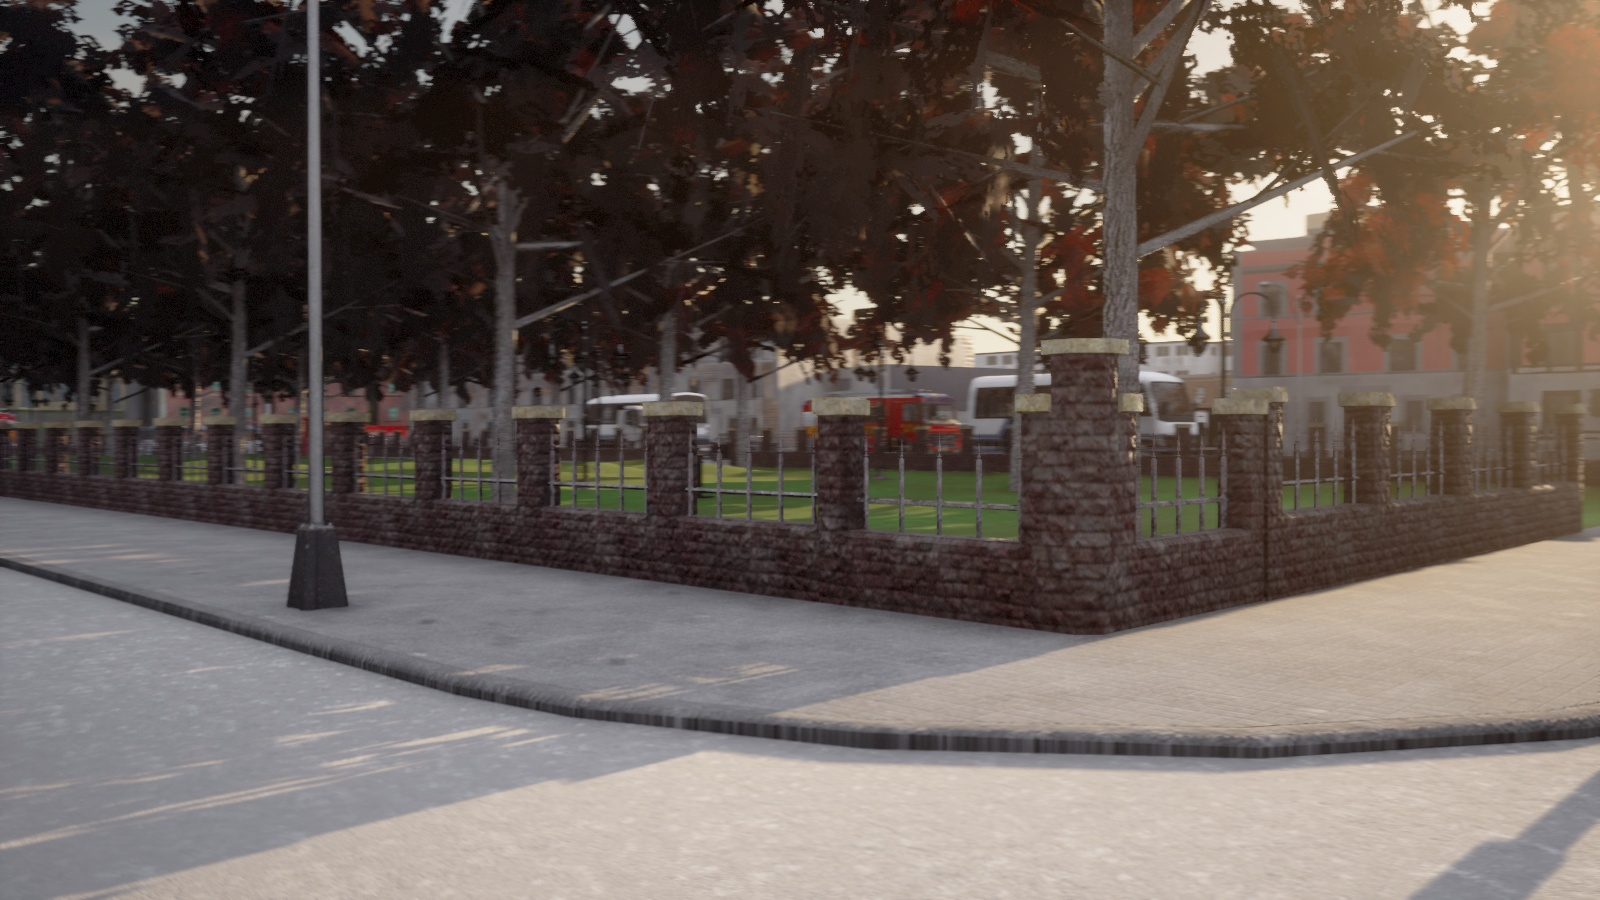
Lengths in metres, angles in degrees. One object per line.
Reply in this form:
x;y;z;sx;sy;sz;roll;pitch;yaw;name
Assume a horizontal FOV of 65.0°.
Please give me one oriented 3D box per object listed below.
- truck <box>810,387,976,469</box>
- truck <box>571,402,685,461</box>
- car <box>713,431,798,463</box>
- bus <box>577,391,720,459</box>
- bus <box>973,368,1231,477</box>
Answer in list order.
4.508;-1.075;62.736;2.891;3.827;8.468;0;1;-44;truck
-10.844;-1.157;78.436;2.891;3.462;7.936;0;1;-44;truck
-2.505;-0.187;69.918;2.242;1.667;4.611;0;1;-44;car
-10.215;-1.610;83.507;3.944;4.253;10.273;0;1;-44;bus
12.812;-1.143;54.233;3.944;4.253;10.273;0;1;-44;bus
